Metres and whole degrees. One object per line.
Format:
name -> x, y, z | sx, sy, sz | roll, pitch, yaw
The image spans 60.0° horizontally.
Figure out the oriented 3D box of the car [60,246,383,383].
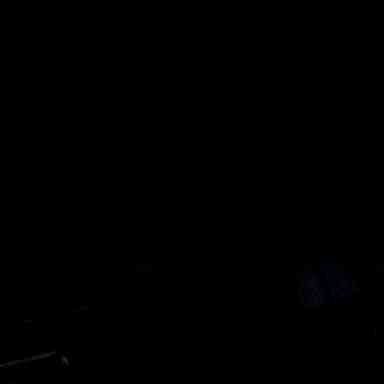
car -> 1.125, 1.548, 4.665 | 5.357, 1.411, 2.033 | 0, 0, -35
